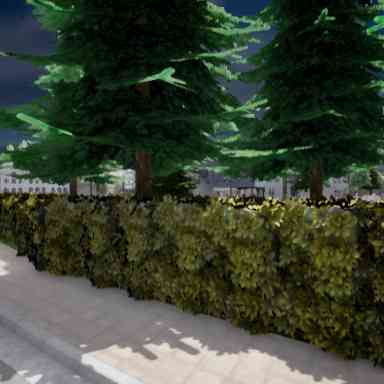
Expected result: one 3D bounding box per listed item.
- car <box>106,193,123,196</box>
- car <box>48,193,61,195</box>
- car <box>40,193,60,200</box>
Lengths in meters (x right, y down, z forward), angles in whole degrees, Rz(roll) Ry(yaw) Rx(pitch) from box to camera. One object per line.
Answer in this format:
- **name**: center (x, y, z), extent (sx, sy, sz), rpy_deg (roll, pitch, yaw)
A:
- **car**: center (-20.362, 1.126, 92.766), extent (5.027, 1.636, 2.152), rpy_deg (0, 0, -34)
- **car**: center (-30.145, 1.268, 74.919), extent (4.514, 1.523, 2.007), rpy_deg (0, 0, -34)
- **car**: center (-36.525, 1.070, 85.640), extent (4.605, 1.855, 1.932), rpy_deg (0, 0, -34)
